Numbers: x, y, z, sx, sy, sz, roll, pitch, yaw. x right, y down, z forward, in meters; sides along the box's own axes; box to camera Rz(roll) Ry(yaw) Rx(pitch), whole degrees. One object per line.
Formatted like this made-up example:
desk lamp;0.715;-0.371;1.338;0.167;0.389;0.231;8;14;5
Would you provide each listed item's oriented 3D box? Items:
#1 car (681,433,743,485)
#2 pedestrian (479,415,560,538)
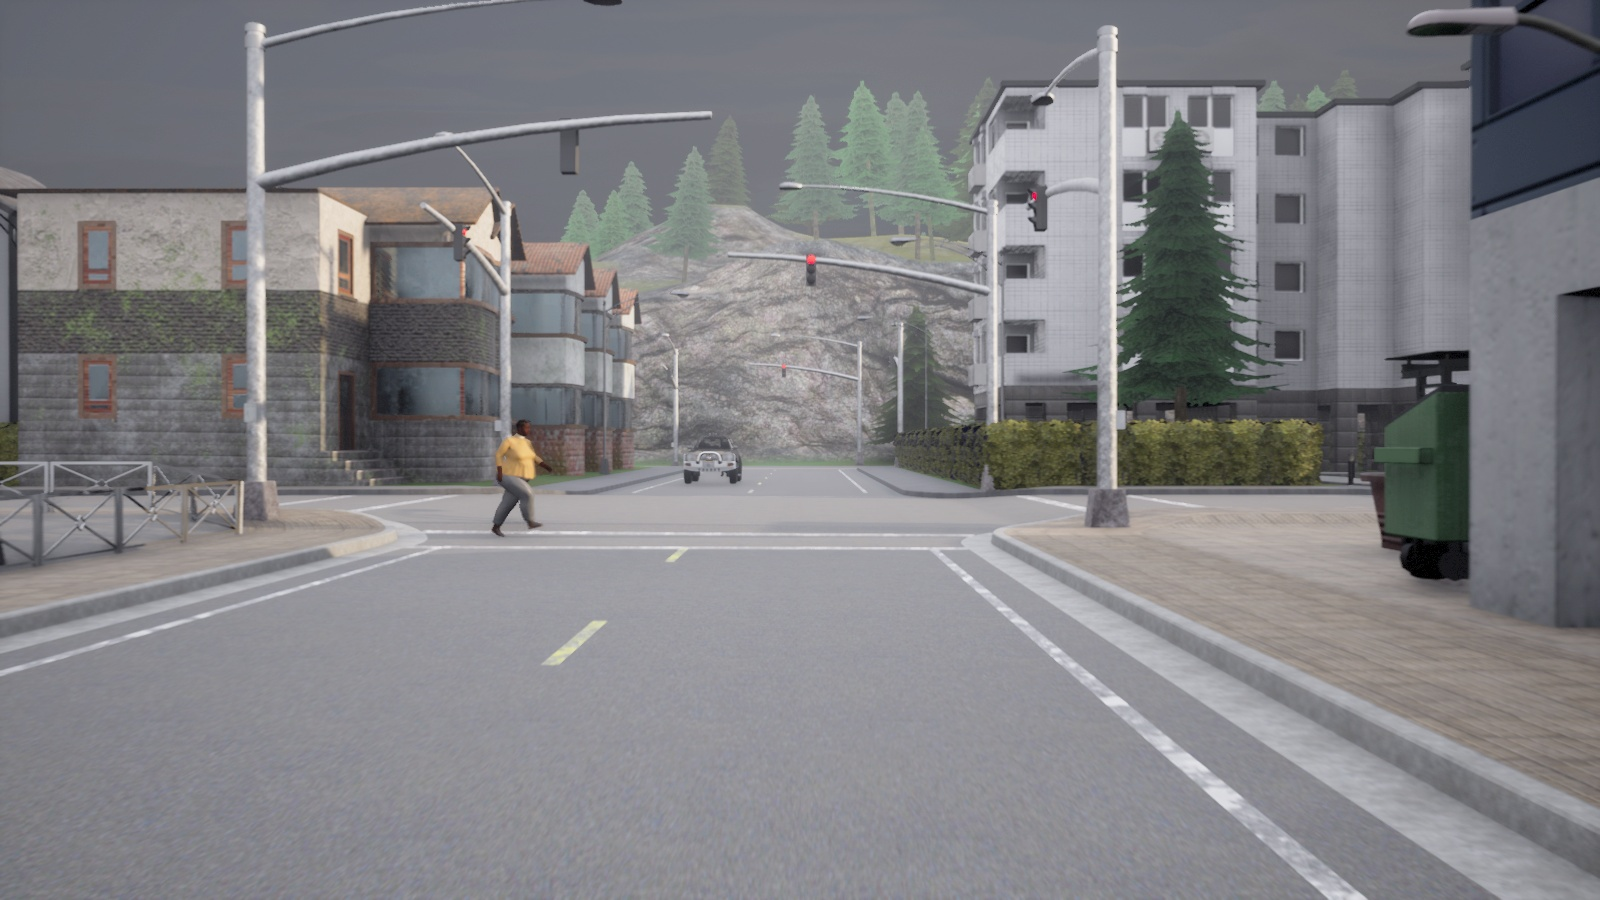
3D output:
car;-3.222;0.297;46.757;1.932;1.855;4.605;0;0;0
pedestrian;-4.361;0.400;19.548;0.900;1.855;0.874;0;0;20
